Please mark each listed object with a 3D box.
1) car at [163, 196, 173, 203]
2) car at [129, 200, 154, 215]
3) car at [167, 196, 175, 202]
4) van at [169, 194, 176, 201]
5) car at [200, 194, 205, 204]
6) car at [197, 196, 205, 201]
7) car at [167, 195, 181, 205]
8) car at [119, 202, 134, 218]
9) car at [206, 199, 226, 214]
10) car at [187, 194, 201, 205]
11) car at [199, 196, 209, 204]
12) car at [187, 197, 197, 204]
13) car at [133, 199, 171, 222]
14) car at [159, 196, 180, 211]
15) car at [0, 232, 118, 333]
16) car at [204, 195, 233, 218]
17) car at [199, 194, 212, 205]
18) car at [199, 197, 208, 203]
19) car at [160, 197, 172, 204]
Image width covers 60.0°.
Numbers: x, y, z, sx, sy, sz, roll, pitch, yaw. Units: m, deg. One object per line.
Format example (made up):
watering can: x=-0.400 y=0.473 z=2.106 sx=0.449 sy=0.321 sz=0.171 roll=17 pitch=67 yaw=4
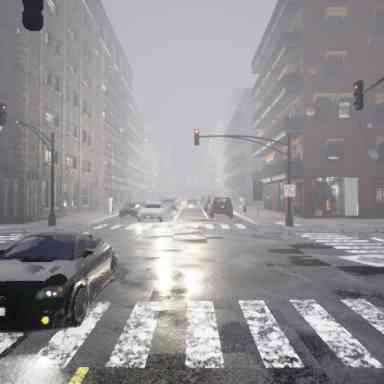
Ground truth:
car: x=-5.370 y=1.670 z=74.418 sx=1.752 sy=1.417 sz=4.829 roll=1 pitch=0 yaw=0
car: x=-5.331 y=1.580 z=35.654 sx=1.947 sy=1.339 sz=4.313 roll=1 pitch=0 yaw=0
car: x=-5.381 y=1.763 z=85.717 sx=2.008 sy=1.369 sz=4.403 roll=1 pitch=0 yaw=0
van: x=-5.383 y=1.588 z=91.282 sx=1.690 sy=1.788 sz=3.998 roll=1 pitch=0 yaw=0
car: x=2.547 y=1.335 z=41.271 sx=2.192 sy=1.841 sz=5.009 roll=1 pitch=0 yaw=0
car: x=2.493 y=1.813 z=91.320 sx=1.947 sy=1.339 sz=4.313 roll=1 pitch=0 yaw=0
car: x=-2.863 y=1.537 z=56.747 sx=1.882 sy=1.535 sz=5.008 roll=0 pitch=0 yaw=1
car: x=-5.326 y=1.577 z=30.093 sx=1.947 sy=1.339 sz=4.313 roll=1 pitch=0 yaw=0
car: x=2.549 y=1.540 z=35.876 sx=1.752 sy=1.417 sz=4.829 roll=1 pitch=0 yaw=0
car: x=0.046 y=1.564 z=60.107 sx=2.128 sy=1.511 sz=4.902 roll=0 pitch=0 yaw=0
car: x=2.516 y=1.556 z=69.069 sx=1.967 sy=1.590 sz=4.097 roll=1 pitch=0 yaw=0
car: x=-0.001 y=1.684 z=70.341 sx=1.994 sy=1.385 sz=4.181 roll=0 pitch=0 yaw=0
car: x=-3.014 y=1.535 z=26.174 sx=1.812 sy=1.442 sz=4.674 roll=0 pitch=0 yaw=3
car: x=-2.861 y=1.546 z=41.421 sx=1.812 sy=1.442 sz=4.674 roll=0 pitch=0 yaw=0
car: x=-2.856 y=1.545 z=6.832 sx=1.994 sy=1.385 sz=4.181 roll=0 pitch=0 yaw=0
car: x=2.558 y=1.326 z=30.147 sx=2.192 sy=1.841 sz=5.009 roll=1 pitch=0 yaw=0
car: x=2.523 y=1.402 z=63.505 sx=2.192 sy=1.841 sz=5.009 roll=1 pitch=0 yaw=0
car: x=2.509 y=1.728 z=74.629 sx=1.802 sy=1.307 sz=4.206 roll=1 pitch=0 yaw=0
car: x=-5.365 y=1.666 z=69.026 sx=2.008 sy=1.369 sz=4.403 roll=1 pitch=0 yaw=0
